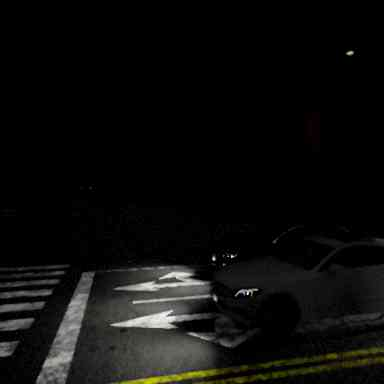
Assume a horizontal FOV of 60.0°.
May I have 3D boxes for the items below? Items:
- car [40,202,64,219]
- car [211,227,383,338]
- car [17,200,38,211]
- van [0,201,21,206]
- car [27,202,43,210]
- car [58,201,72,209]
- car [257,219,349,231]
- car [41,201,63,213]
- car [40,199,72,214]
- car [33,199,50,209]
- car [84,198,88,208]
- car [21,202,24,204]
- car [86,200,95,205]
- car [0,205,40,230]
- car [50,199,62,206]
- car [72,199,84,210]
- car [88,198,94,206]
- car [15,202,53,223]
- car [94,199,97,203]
[{"bbox_3d":[-14.912,2.020,34.268,2.008,1.369,4.403,-2,0,-13],"label":"car"},{"bbox_3d":[2.687,1.575,6.428,4.674,1.442,1.812,-1,-1,-13],"label":"car"},{"bbox_3d":[-29.226,2.374,59.313,2.192,1.841,5.009,-2,0,-13],"label":"car"},{"bbox_3d":[-26.829,2.261,48.552,1.690,1.788,3.998,-2,0,-13],"label":"van"},{"bbox_3d":[-30.418,2.673,64.692,1.887,1.381,4.507,-2,0,-13],"label":"car"},{"bbox_3d":[-24.126,2.529,63.410,1.895,1.301,4.718,-2,0,-13],"label":"car"},{"bbox_3d":[2.982,1.591,9.850,4.892,1.490,1.837,-1,-1,-13],"label":"car"},{"bbox_3d":[-21.364,2.259,50.980,2.128,1.511,4.902,-2,0,-13],"label":"car"},{"bbox_3d":[-16.117,1.853,39.650,2.192,1.841,5.009,-2,0,-13],"label":"car"},{"bbox_3d":[-31.622,2.513,70.074,2.192,1.841,5.009,-2,0,-13],"label":"car"},{"bbox_3d":[-20.906,2.256,61.173,1.967,1.590,4.097,-2,0,-13],"label":"car"},{"bbox_3d":[-28.021,2.534,53.932,1.887,1.381,4.507,-2,0,-13],"label":"car"},{"bbox_3d":[-26.894,2.747,88.076,1.802,1.307,4.206,-2,0,-13],"label":"car"},{"bbox_3d":[-12.515,1.882,23.506,2.008,1.369,4.403,-2,0,-13],"label":"car"},{"bbox_3d":[-35.217,2.723,86.215,2.192,1.841,5.009,-2,0,-13],"label":"car"},{"bbox_3d":[-19.743,2.273,55.958,1.752,1.417,4.829,-2,0,-13],"label":"car"},{"bbox_3d":[-24.501,2.465,77.316,1.967,1.590,4.097,-2,0,-13],"label":"car"},{"bbox_3d":[-13.751,1.928,29.053,1.752,1.417,4.829,-2,0,-13],"label":"car"},{"bbox_3d":[-25.703,2.410,82.697,2.192,1.841,5.009,-2,0,-13],"label":"car"}]
